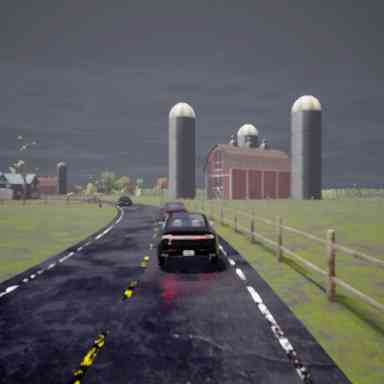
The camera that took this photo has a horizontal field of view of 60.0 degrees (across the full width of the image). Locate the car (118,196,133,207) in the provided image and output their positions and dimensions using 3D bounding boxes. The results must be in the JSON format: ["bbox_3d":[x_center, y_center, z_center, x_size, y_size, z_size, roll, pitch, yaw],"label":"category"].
[{"bbox_3d":[-10.186,1.387,50.539,1.882,1.535,5.008,0,0,-18],"label":"car"}]

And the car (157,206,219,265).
[{"bbox_3d":[-0.189,1.455,11.579,2.128,1.511,4.902,0,0,-2],"label":"car"}]

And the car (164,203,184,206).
[{"bbox_3d":[-1.326,1.478,24.537,2.033,1.411,5.357,0,0,-7],"label":"car"}]
